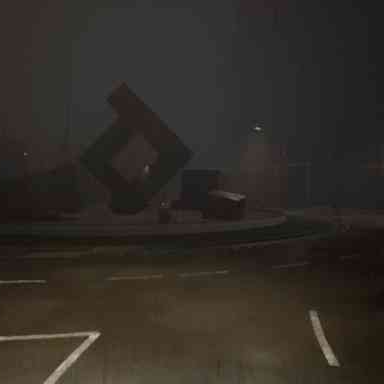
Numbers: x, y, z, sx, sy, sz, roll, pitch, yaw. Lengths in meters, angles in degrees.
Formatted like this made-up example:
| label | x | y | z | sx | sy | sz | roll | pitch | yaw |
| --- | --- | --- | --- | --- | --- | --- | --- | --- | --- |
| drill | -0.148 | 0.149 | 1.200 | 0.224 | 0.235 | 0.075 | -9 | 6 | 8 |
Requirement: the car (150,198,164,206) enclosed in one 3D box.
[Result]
| label | x | y | z | sx | sy | sz | roll | pitch | yaw |
| --- | --- | --- | --- | --- | --- | --- | --- | --- | --- |
| car | -7.434 | 2.027 | 68.560 | 1.812 | 1.442 | 4.674 | 0 | 0 | 3 |
